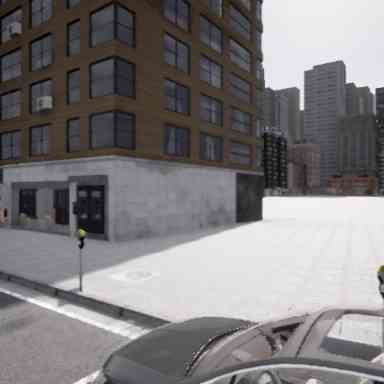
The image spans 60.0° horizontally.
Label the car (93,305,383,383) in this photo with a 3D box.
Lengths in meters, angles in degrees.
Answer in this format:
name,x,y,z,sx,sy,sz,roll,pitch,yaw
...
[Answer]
name,x,y,z,sx,sy,sz,roll,pitch,yaw
car,1.129,1.550,2.276,4.403,1.369,2.008,0,0,35
